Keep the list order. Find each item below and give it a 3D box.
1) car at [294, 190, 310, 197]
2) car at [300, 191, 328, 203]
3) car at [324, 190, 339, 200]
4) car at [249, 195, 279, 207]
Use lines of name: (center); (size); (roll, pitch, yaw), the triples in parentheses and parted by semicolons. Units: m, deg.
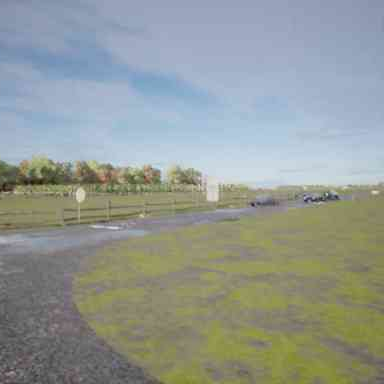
car: (17.707, 0.321, 52.592); (1.882, 1.535, 5.008); (-1, 0, 35)
car: (17.294, 0.864, 47.098); (1.895, 1.301, 4.718); (-1, 0, 35)
car: (22.808, 0.471, 55.091); (2.097, 1.767, 4.553); (-1, 0, 35)
car: (8.701, 1.008, 39.845); (2.033, 1.411, 5.357); (-1, 0, 35)
